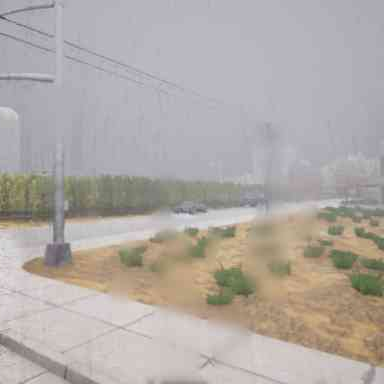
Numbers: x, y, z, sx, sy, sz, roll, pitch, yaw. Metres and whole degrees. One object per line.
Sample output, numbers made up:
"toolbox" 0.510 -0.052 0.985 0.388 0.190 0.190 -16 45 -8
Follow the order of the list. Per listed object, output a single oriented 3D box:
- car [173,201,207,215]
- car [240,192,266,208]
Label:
"car" -0.143 1.593 33.830 1.994 1.385 4.181 0 0 33
"car" 8.822 1.061 47.709 2.150 2.045 5.566 0 0 33
